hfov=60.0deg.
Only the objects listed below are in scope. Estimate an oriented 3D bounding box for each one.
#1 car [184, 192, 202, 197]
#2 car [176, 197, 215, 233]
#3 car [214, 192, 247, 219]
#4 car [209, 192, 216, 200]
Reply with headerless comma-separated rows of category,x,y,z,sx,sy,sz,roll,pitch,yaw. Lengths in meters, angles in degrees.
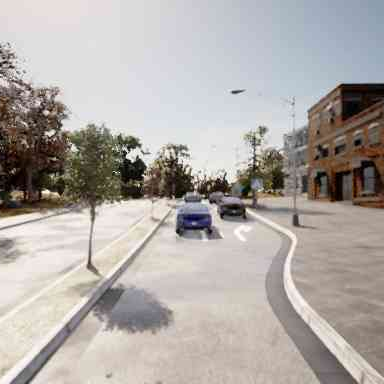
car,0.110,0.741,37.709,2.128,1.511,4.902,0,2,0
car,0.100,1.313,18.723,1.882,1.535,5.008,0,2,0
car,2.952,1.107,25.480,1.882,1.535,5.008,0,2,0
car,3.085,0.705,41.121,1.994,1.385,4.181,0,2,1
